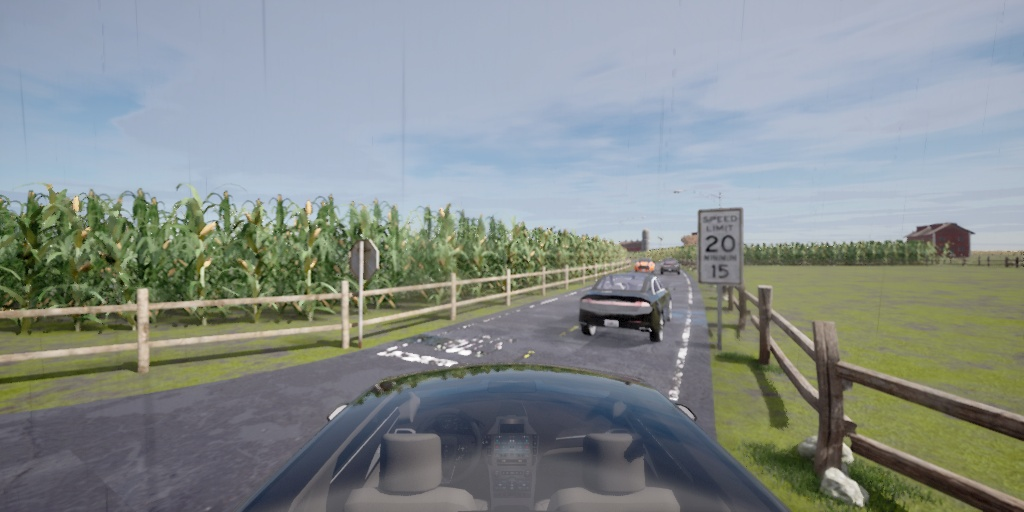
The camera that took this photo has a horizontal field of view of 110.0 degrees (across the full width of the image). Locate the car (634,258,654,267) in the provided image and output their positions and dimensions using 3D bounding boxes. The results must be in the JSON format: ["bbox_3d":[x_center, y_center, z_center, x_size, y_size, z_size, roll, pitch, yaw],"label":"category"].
[{"bbox_3d":[15.861,1.023,42.857,2.097,1.767,4.553,0,0,23],"label":"car"}]

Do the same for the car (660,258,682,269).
[{"bbox_3d":[16.633,1.176,37.650,2.128,1.511,4.902,0,0,25],"label":"car"}]

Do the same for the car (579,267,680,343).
[{"bbox_3d":[3.266,1.229,9.850,2.128,1.511,4.902,0,0,28],"label":"car"}]
